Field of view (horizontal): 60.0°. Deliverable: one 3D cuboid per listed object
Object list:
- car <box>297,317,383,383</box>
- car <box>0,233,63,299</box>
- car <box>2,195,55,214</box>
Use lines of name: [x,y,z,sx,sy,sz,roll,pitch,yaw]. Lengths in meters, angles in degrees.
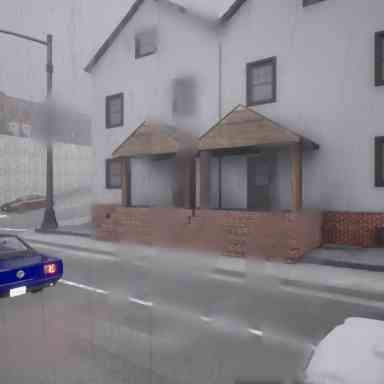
car: [3.015,1.601,1.829,4.718,1.301,1.895,0,0,36]
car: [-5.096,1.601,7.616,4.718,1.301,1.895,0,0,36]
car: [-14.331,0.973,29.257,1.994,1.385,4.181,0,7,35]
